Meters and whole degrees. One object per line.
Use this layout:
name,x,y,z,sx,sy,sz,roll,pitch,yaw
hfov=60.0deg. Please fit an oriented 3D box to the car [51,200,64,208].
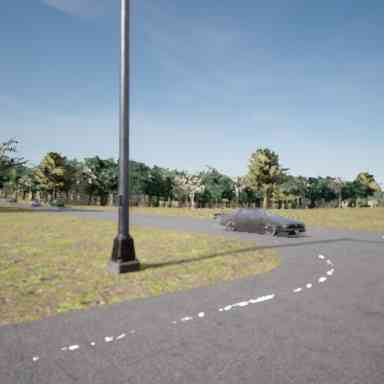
car,-33.520,2.959,82.850,2.150,2.045,5.566,3,-3,-36

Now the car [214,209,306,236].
car,3.815,1.669,19.128,2.033,1.411,5.357,4,-3,-36

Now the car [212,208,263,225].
car,4.098,2.207,30.694,1.895,1.301,4.718,3,-3,-36

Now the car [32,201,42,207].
car,-40.132,3.176,86.008,1.837,1.490,4.892,3,-3,-35
